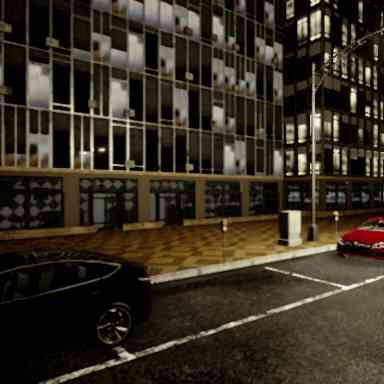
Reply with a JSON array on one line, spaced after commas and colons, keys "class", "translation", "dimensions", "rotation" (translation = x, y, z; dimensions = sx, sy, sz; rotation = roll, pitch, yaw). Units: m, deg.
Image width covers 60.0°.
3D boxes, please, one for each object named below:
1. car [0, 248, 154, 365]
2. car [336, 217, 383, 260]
[{"class": "car", "translation": [-2.613, 1.564, 4.692], "dimensions": [4.313, 1.339, 1.947], "rotation": [0, 0, -36]}, {"class": "car", "translation": [6.649, 1.521, 11.309], "dimensions": [4.206, 1.307, 1.802], "rotation": [0, 0, -36]}]
